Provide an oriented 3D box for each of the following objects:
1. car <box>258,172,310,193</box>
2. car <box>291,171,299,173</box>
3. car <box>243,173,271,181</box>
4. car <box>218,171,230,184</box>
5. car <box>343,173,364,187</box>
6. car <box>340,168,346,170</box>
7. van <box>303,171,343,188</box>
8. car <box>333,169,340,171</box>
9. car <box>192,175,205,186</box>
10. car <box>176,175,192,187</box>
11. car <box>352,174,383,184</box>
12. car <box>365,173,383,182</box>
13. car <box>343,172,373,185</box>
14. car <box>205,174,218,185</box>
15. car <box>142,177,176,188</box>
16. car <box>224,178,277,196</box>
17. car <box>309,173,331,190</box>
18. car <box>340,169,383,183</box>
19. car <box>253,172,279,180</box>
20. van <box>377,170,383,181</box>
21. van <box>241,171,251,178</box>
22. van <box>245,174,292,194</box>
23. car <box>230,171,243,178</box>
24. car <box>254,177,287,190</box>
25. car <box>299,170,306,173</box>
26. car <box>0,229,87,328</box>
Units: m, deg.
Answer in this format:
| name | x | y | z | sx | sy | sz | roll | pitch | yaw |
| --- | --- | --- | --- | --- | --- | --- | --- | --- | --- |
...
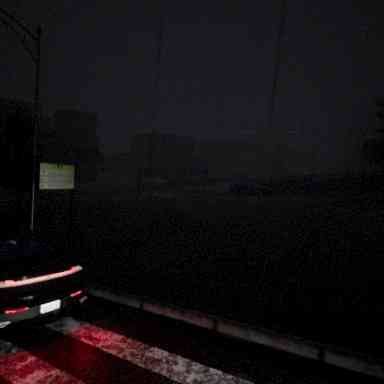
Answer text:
| name | x | y | z | sx | sy | sz | roll | pitch | yaw |
| --- | --- | --- | --- | --- | --- | --- | --- | --- | --- |
| car | 11.459 | -1.024 | 42.083 | 5.566 | 2.045 | 2.435 | 4 | 7 | 32 |
| car | 19.475 | -3.576 | 71.012 | 4.892 | 1.521 | 2.231 | 2 | 6 | 30 |
| car | 12.694 | -3.019 | 65.420 | 5.008 | 1.535 | 2.097 | 2 | 5 | 30 |
| car | 3.695 | -2.393 | 57.875 | 4.553 | 1.767 | 2.185 | 2 | 6 | 30 |
| car | 23.289 | -1.702 | 51.331 | 4.892 | 1.521 | 2.231 | 4 | 7 | 31 |
| car | 35.318 | -4.814 | 84.025 | 5.008 | 1.535 | 2.097 | 2 | 5 | 31 |
| van | 18.672 | -1.548 | 47.547 | 4.442 | 1.987 | 1.878 | 4 | 7 | 32 |
| car | 33.060 | -4.653 | 82.163 | 5.008 | 1.535 | 2.097 | 2 | 6 | 31 |
| car | -0.824 | -2.016 | 54.100 | 4.553 | 1.767 | 2.185 | 2 | 6 | 30 |
| car | -3.079 | -1.674 | 52.230 | 4.792 | 1.488 | 2.163 | 2 | 5 | 30 |
| car | 30.329 | -2.269 | 56.973 | 4.892 | 1.521 | 2.231 | 4 | 7 | 31 |
| car | 34.805 | -2.664 | 60.853 | 5.366 | 1.575 | 1.946 | 4 | 7 | 30 |
| car | 25.661 | -1.860 | 53.196 | 4.792 | 1.488 | 2.163 | 4 | 7 | 31 |
| car | 1.385 | -2.052 | 56.032 | 4.792 | 1.488 | 2.163 | 2 | 6 | 30 |
| car | -5.363 | -1.476 | 50.354 | 4.674 | 1.452 | 2.002 | 2 | 5 | 30 |
| car | 6.762 | -0.403 | 38.421 | 5.008 | 1.535 | 2.097 | 4 | 7 | 32 |
| car | 16.184 | -1.271 | 45.787 | 4.553 | 1.767 | 2.185 | 4 | 7 | 32 |
| car | 28.014 | -2.329 | 55.044 | 5.566 | 2.045 | 2.435 | 4 | 7 | 31 |
| car | 14.981 | -3.175 | 67.270 | 4.792 | 1.488 | 2.163 | 2 | 5 | 30 |
| van | 37.379 | -3.058 | 62.578 | 4.442 | 1.987 | 1.878 | 4 | 7 | 30 |
| van | 8.084 | -2.873 | 61.709 | 4.442 | 1.987 | 1.878 | 2 | 6 | 30 |
| van | 9.226 | -0.805 | 40.175 | 4.442 | 1.987 | 1.878 | 4 | 7 | 32 |
| car | 5.928 | -2.458 | 59.796 | 5.008 | 1.535 | 2.097 | 2 | 5 | 30 |
| car | 11.079 | -1.250 | 47.382 | 1.812 | 1.442 | 4.674 | -4 | 6 | -33 |
| car | 21.736 | -3.762 | 72.871 | 4.892 | 1.521 | 2.231 | 2 | 6 | 30 |
| car | -4.073 | 1.478 | 6.397 | 4.902 | 1.511 | 2.128 | 1 | 0 | 36 |
